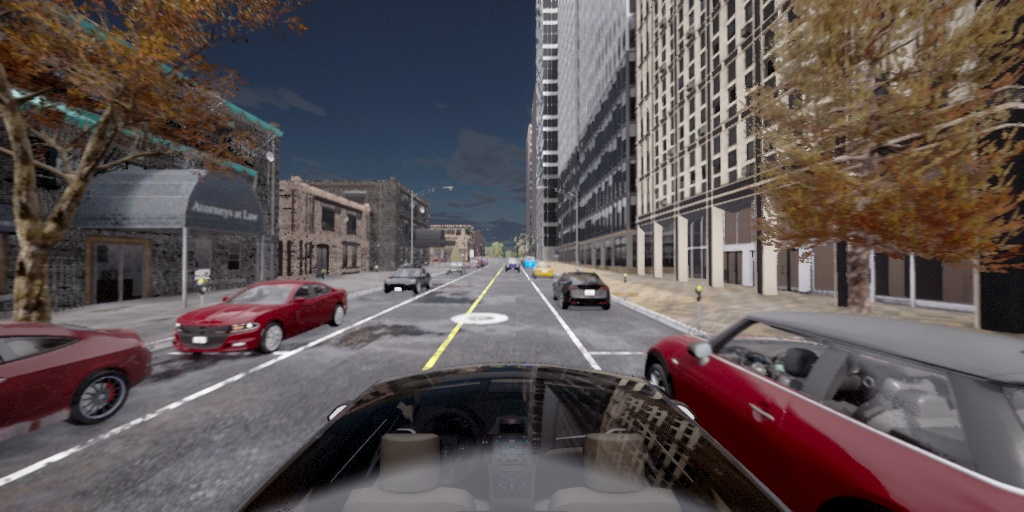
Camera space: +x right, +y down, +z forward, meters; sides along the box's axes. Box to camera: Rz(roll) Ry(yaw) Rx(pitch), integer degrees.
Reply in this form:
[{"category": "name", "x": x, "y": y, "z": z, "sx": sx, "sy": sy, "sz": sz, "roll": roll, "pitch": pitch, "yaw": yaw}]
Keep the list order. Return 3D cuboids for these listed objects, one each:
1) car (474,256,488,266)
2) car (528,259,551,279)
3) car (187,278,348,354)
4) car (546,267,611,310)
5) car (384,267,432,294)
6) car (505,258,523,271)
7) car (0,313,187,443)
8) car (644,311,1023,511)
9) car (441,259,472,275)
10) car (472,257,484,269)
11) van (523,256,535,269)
[{"category": "car", "x": -5.694, "y": 0.929, "z": 59.572, "sx": 2.192, "sy": 1.841, "sz": 5.009, "roll": 0, "pitch": 0, "yaw": 0}, {"category": "car", "x": 2.656, "y": 1.205, "z": 31.467, "sx": 1.751, "sy": 1.417, "sz": 4.829, "roll": 0, "pitch": 0, "yaw": 0}, {"category": "car", "x": -5.691, "y": 1.278, "z": 8.775, "sx": 1.888, "sy": 1.381, "sz": 4.507, "roll": 0, "pitch": 0, "yaw": 0}, {"category": "car", "x": 2.657, "y": 1.285, "z": 14.366, "sx": 1.948, "sy": 1.339, "sz": 4.313, "roll": 0, "pitch": 0, "yaw": 0}, {"category": "car", "x": -5.692, "y": 1.272, "z": 20.063, "sx": 1.948, "sy": 1.339, "sz": 4.313, "roll": 0, "pitch": 0, "yaw": 0}, {"category": "car", "x": 0.098, "y": 1.246, "z": 46.126, "sx": 1.895, "sy": 1.301, "sz": 4.718, "roll": 0, "pitch": 0, "yaw": 0}, {"category": "car", "x": -5.690, "y": 1.329, "z": 3.131, "sx": 1.802, "sy": 1.307, "sz": 4.207, "roll": 0, "pitch": 0, "yaw": 0}, {"category": "car", "x": 2.657, "y": 1.186, "z": 3.077, "sx": 1.967, "sy": 1.591, "sz": 4.097, "roll": 0, "pitch": 0, "yaw": 0}, {"category": "car", "x": -5.693, "y": 1.217, "z": 36.996, "sx": 2.007, "sy": 1.370, "sz": 4.403, "roll": 0, "pitch": 0, "yaw": 0}, {"category": "car", "x": -5.694, "y": 1.209, "z": 53.928, "sx": 1.802, "sy": 1.307, "sz": 4.207, "roll": 0, "pitch": 0, "yaw": 0}, {"category": "van", "x": 2.654, "y": 0.968, "z": 53.874, "sx": 1.690, "sy": 1.789, "sz": 3.998, "roll": 0, "pitch": 0, "yaw": 0}]
